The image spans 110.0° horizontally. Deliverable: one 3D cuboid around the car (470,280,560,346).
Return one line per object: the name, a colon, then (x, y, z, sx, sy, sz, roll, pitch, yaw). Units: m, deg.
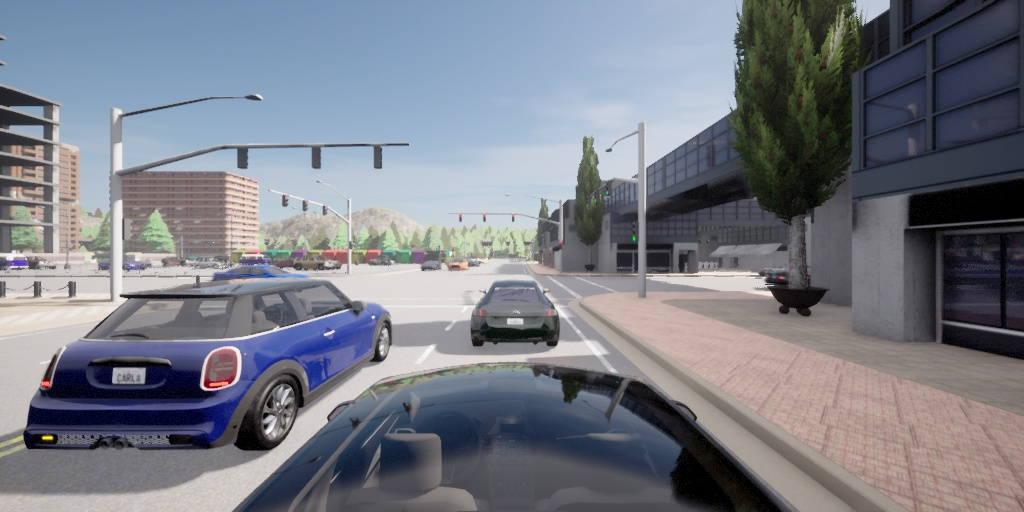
car: (0.069, 1.313, 9.368, 1.994, 1.385, 4.181, 0, 0, 0)

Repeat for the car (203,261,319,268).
car: (-14.207, 1.280, 20.518, 5.008, 1.535, 1.882, 1, 0, -1)

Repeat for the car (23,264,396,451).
car: (-3.442, 1.102, 5.361, 2.097, 1.767, 4.553, 0, 0, 0)

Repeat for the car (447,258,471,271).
car: (-7.174, 1.097, 47.898, 2.097, 1.767, 4.553, 0, 0, 1)

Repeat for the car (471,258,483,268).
car: (-6.800, 1.309, 62.394, 1.994, 1.385, 4.181, 0, 0, 2)

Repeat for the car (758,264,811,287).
car: (18.156, 1.302, 21.347, 5.357, 1.411, 2.033, 0, 0, 2)

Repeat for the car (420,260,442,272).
car: (-10.683, 1.293, 47.779, 2.033, 1.411, 5.357, 0, 0, 1)
